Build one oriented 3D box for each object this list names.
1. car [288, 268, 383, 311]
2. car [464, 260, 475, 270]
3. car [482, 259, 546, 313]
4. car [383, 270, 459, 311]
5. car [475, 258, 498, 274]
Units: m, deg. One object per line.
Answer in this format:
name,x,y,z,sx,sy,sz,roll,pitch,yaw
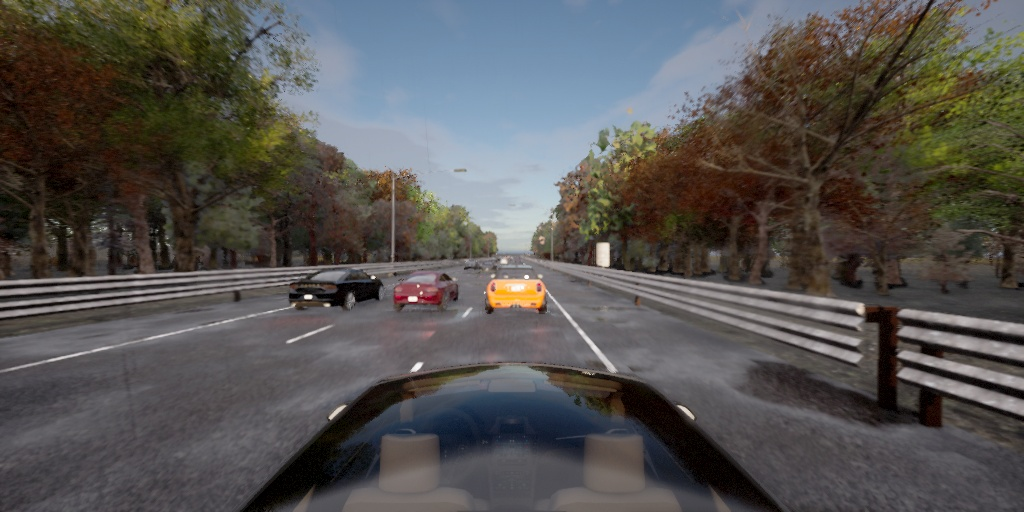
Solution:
car,-6.828,1.233,14.563,1.882,1.535,5.008,0,0,1
car,-6.178,1.396,55.603,2.033,1.411,5.357,0,0,1
car,0.170,1.139,14.342,2.097,1.767,4.553,0,0,1
car,-3.332,1.298,14.489,1.812,1.442,4.674,0,0,1
car,-2.868,1.333,43.558,2.128,1.511,4.902,0,0,1
